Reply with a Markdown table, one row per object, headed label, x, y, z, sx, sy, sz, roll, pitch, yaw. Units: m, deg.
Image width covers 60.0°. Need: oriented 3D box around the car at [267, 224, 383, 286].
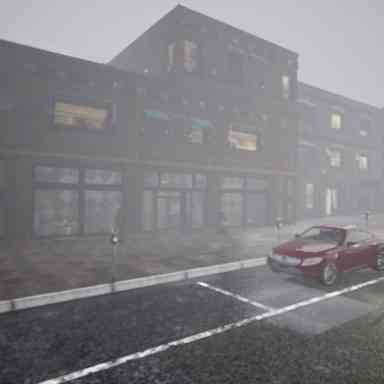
| label | x | y | z | sx | sy | sz | roll | pitch | yaw |
| --- | --- | --- | --- | --- | --- | --- | --- | --- | --- |
| car | 3.961 | 1.582 | 9.369 | 4.206 | 1.307 | 1.802 | 0 | 1 | -35 |
